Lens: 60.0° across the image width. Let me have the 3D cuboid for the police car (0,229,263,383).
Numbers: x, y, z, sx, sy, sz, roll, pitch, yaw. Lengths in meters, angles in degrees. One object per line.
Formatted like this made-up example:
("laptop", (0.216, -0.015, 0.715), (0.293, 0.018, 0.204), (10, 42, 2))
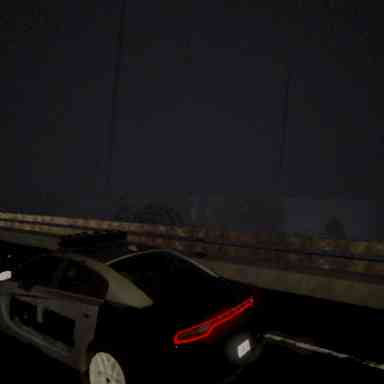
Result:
("police car", (-1.562, 1.417, 4.988), (5.238, 1.638, 1.930), (0, 0, 36))
